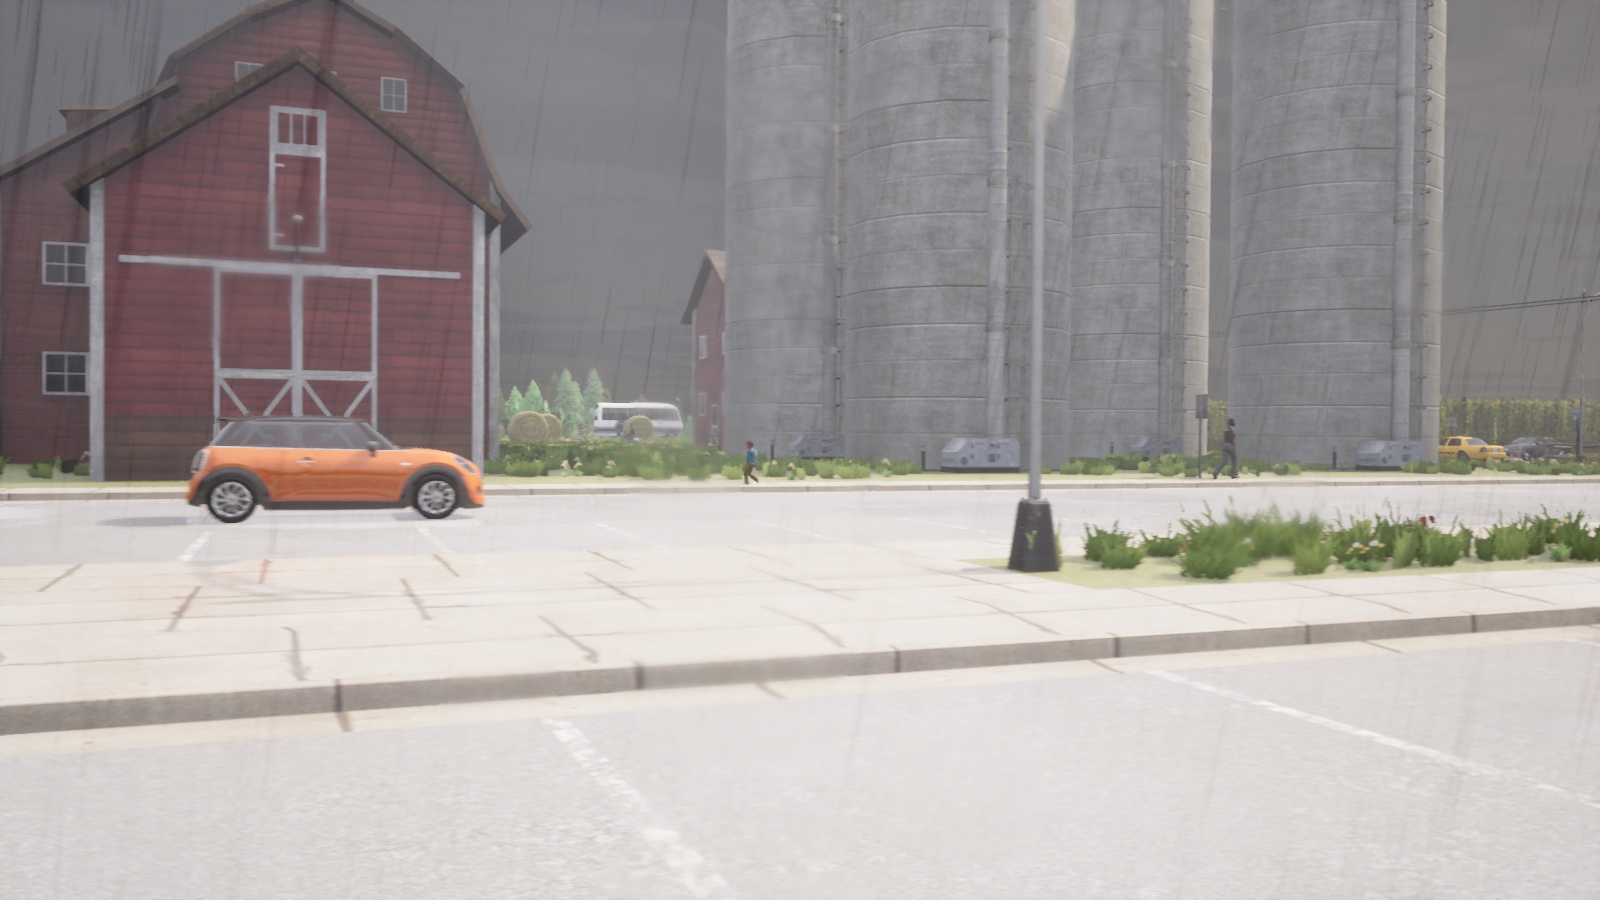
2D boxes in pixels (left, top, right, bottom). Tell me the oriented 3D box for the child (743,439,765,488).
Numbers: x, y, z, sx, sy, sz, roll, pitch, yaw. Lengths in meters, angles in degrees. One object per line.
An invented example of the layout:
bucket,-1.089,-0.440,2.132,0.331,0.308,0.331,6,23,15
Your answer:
child,-1.135,0.324,30.922,0.448,1.192,0.343,-1,1,-20

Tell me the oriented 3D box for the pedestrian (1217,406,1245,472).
pedestrian,12.803,-0.334,37.274,0.666,1.930,0.402,-1,1,-18

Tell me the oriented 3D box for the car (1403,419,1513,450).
car,35.116,-0.830,67.217,1.801,1.575,5.366,-1,1,-21

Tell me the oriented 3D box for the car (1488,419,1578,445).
car,44.464,-1.079,76.176,4.902,1.511,2.128,-1,1,-21

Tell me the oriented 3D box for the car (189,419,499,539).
car,-7.442,0.397,20.692,4.553,1.767,2.097,-1,1,-22
